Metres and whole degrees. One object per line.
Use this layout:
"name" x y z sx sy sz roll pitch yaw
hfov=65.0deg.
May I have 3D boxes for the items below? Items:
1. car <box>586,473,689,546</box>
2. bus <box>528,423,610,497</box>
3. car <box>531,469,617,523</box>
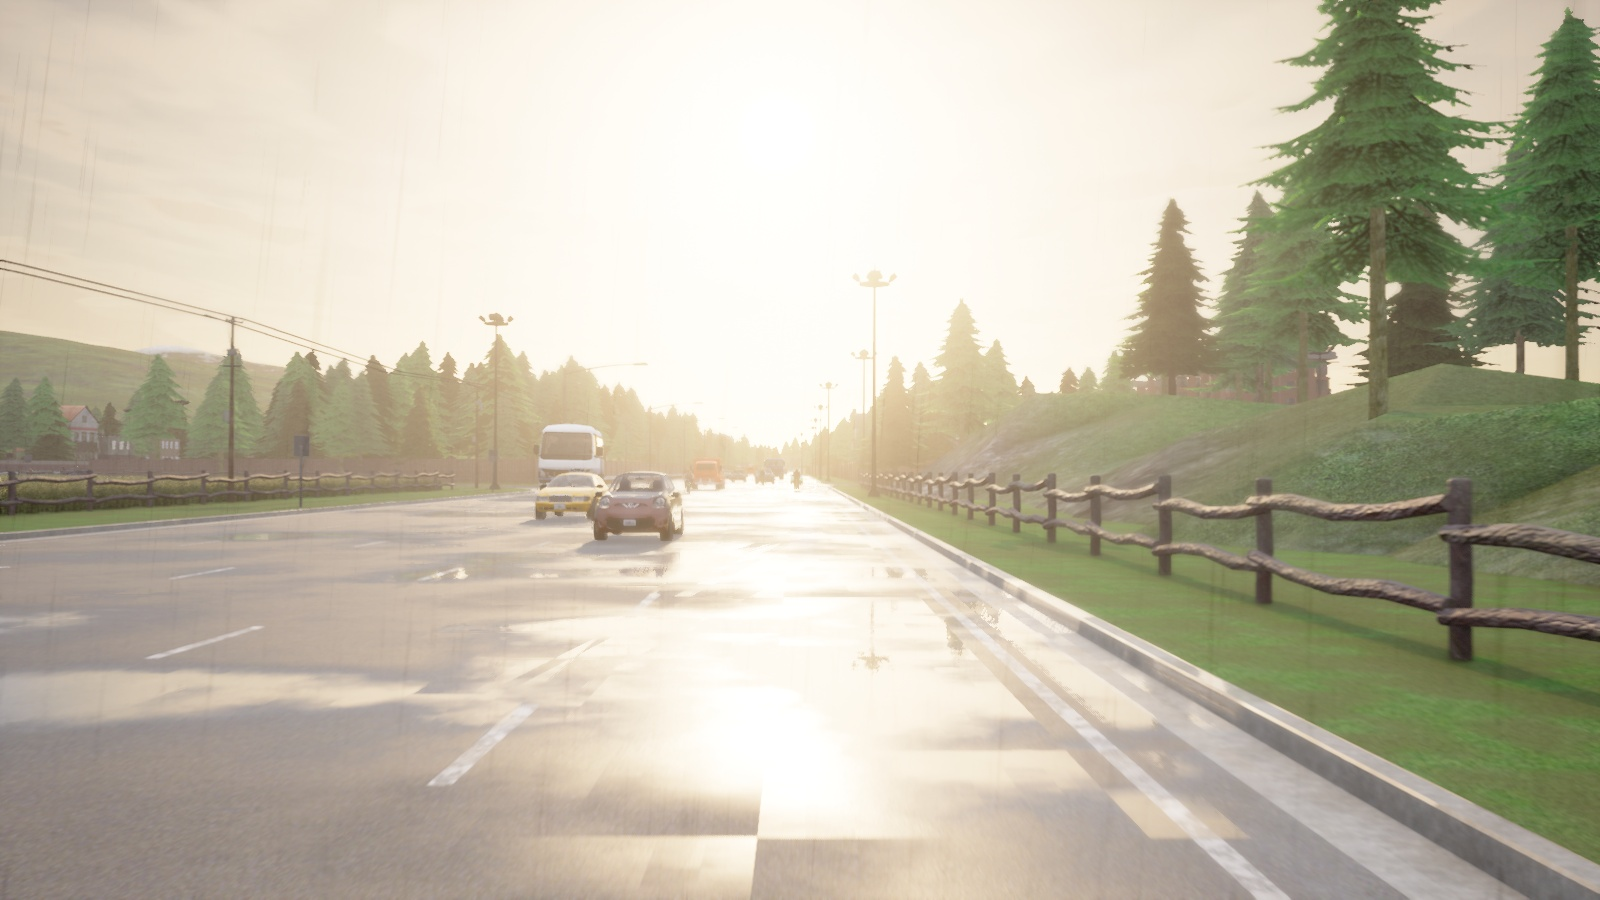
"car" -3.568 1.280 28.141 1.845 1.501 3.633 0 -1 0
"bus" -14.118 0.707 77.842 3.944 4.253 10.273 1 -1 -5
"car" -7.097 1.403 39.936 1.801 1.575 5.366 0 -1 0
